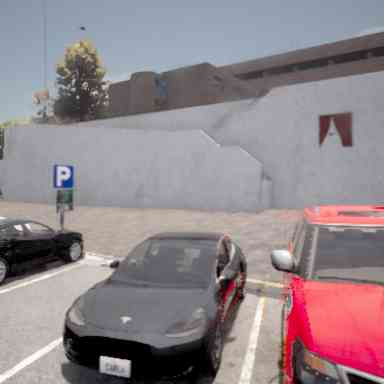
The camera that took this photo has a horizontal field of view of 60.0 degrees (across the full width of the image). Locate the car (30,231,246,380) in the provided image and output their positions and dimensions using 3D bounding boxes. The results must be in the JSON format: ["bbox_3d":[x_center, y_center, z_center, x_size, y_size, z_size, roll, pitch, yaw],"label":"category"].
[{"bbox_3d":[-0.186,1.513,5.900,2.163,1.488,4.792,1,-1,16],"label":"car"}]

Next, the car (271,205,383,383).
[{"bbox_3d":[2.261,1.235,4.160,2.435,2.045,5.566,1,-1,16],"label":"car"}]

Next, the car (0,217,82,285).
[{"bbox_3d":[-5.072,1.482,9.412,2.097,1.535,5.008,0,-1,16],"label":"car"}]
